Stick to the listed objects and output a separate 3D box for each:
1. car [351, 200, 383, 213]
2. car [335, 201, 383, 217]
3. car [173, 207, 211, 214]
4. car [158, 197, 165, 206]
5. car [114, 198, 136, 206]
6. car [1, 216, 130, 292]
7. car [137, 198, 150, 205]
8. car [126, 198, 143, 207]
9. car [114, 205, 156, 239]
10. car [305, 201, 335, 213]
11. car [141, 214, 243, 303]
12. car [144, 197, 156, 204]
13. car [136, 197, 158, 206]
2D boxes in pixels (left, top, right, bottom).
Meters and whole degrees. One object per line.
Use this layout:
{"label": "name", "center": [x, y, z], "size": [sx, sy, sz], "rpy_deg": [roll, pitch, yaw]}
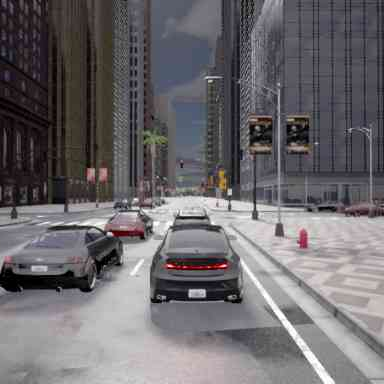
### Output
{"label": "car", "center": [20.762, 1.641, 37.856], "size": [4.313, 1.339, 1.947], "rpy_deg": [0, 0, -1]}
{"label": "car", "center": [15.267, 1.575, 29.235], "size": [4.206, 1.307, 1.802], "rpy_deg": [0, 0, -1]}
{"label": "car", "center": [0.021, 1.529, 17.510], "size": [2.128, 1.511, 4.902], "rpy_deg": [0, 0, 0]}
{"label": "car", "center": [-6.669, 1.651, 60.057], "size": [2.097, 1.767, 4.553], "rpy_deg": [0, 0, 0]}
{"label": "car", "center": [-9.929, 1.765, 48.290], "size": [2.033, 1.411, 5.357], "rpy_deg": [0, 0, 0]}
{"label": "car", "center": [-3.170, 1.576, 8.963], "size": [1.994, 1.385, 4.181], "rpy_deg": [0, 0, 1]}
{"label": "car", "center": [-9.867, 1.923, 67.730], "size": [1.994, 1.385, 4.181], "rpy_deg": [0, 0, 1]}
{"label": "car", "center": [-9.928, 1.775, 57.844], "size": [2.128, 1.511, 4.902], "rpy_deg": [0, 0, 0]}
{"label": "car", "center": [-3.178, 1.601, 17.362], "size": [1.994, 1.385, 4.181], "rpy_deg": [0, 0, 0]}
{"label": "car", "center": [15.123, 1.660, 37.759], "size": [4.313, 1.339, 1.947], "rpy_deg": [0, 0, -1]}
{"label": "car", "center": [0.087, 1.515, 8.189], "size": [1.837, 1.490, 4.892], "rpy_deg": [0, 0, 0]}
{"label": "car", "center": [-9.881, 1.985, 78.324], "size": [2.033, 1.411, 5.357], "rpy_deg": [0, 0, 0]}
{"label": "car", "center": [-6.679, 1.706, 50.020], "size": [1.882, 1.535, 5.008], "rpy_deg": [0, 0, 0]}
